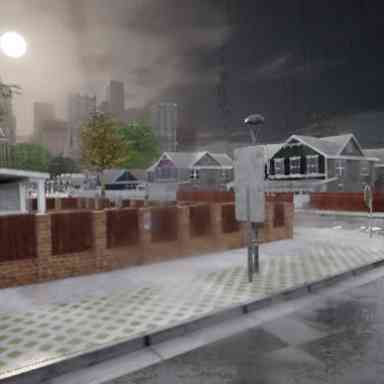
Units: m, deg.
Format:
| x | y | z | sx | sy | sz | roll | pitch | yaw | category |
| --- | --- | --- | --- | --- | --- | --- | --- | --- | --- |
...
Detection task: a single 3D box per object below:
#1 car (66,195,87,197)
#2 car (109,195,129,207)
| x | y | z | sx | sy | sz | roll | pitch | yaw | category |
| --- | --- | --- | --- | --- | --- | --- | --- | --- | --- |
| -17.292 | 0.540 | 49.517 | 2.033 | 1.411 | 5.357 | -3 | 2 | -35 | car |
| -8.056 | 1.072 | 37.069 | 1.994 | 1.385 | 4.181 | -3 | 2 | -38 | car |
